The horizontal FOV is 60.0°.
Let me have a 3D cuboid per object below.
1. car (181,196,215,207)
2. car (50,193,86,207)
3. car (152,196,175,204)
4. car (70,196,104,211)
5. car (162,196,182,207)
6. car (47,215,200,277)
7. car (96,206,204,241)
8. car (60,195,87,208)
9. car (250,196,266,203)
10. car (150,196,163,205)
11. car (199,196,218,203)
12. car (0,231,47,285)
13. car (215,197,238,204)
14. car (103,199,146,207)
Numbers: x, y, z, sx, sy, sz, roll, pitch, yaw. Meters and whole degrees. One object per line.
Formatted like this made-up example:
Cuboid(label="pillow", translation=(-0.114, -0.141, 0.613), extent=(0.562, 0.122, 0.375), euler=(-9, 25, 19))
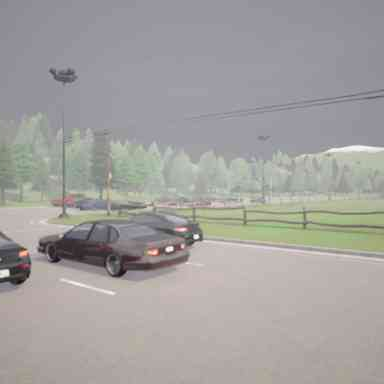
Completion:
Cuboid(label="car", translation=(0.993, 1.495, 51.155), extent=(1.837, 1.490, 4.892), euler=(0, 0, 37))
Cuboid(label="car", translation=(-17.998, 1.207, 49.241), extent=(2.150, 2.045, 5.566), euler=(0, 0, 37))
Cuboid(label="car", translation=(-5.617, 1.511, 65.522), extent=(1.812, 1.442, 4.674), euler=(0, 0, 38))
Cuboid(label="car", translation=(-11.504, 1.537, 40.380), extent=(2.033, 1.411, 5.357), euler=(0, 0, 36))
Cuboid(label="car", translation=(-2.026, 1.488, 52.963), extent=(1.837, 1.490, 4.892), euler=(0, 2, 37))
Cuboid(label="car", translation=(-2.603, 1.545, 10.222), extent=(5.357, 1.411, 2.033), euler=(0, 0, 37))
Cuboid(label="car", translation=(-1.684, 1.523, 13.908), extent=(4.674, 1.442, 1.812), euler=(0, 0, 36))
Cuboid(label="car", translation=(-15.465, 1.492, 46.790), extent=(1.837, 1.490, 4.892), euler=(0, 0, 37))
Cuboid(label="car", translation=(13.302, 1.554, 67.278), extent=(1.994, 1.385, 4.181), euler=(0, 0, 37))
Cuboid(label="car", translation=(-5.545, 1.552, 59.891), extent=(1.994, 1.385, 4.181), euler=(0, 0, 37))
Cuboid(label="car", translation=(3.568, 1.535, 71.800), extent=(1.994, 1.385, 4.181), euler=(0, 0, 37))
Cuboid(label="car", translation=(-5.767, 1.523, 8.220), extent=(4.674, 1.442, 1.812), euler=(0, 0, 36))
Cuboid(label="car", translation=(6.957, 1.590, 64.752), extent=(1.895, 1.301, 4.718), euler=(0, 0, 38))
Cuboid(label="car", translation=(-7.761, 1.591, 39.561), extent=(1.895, 1.301, 4.718), euler=(0, 0, 37))
